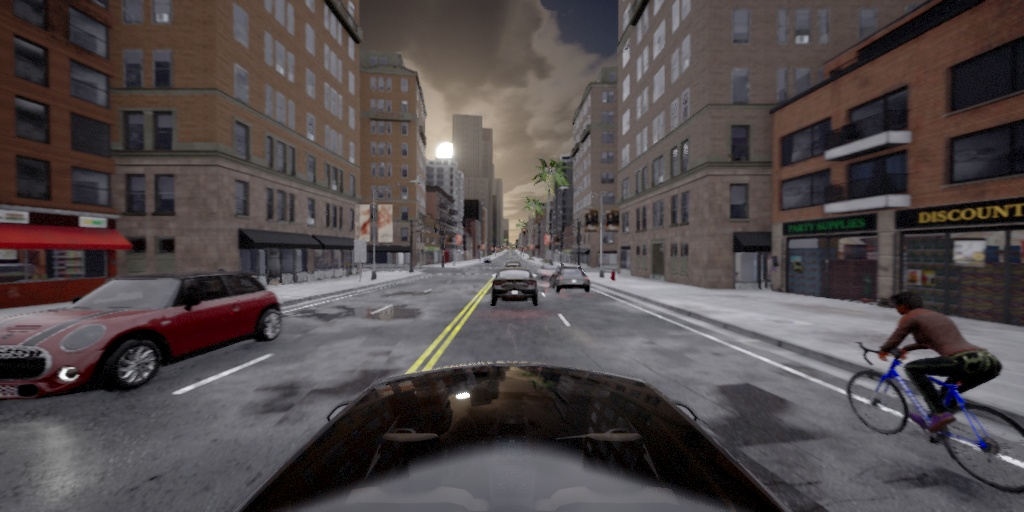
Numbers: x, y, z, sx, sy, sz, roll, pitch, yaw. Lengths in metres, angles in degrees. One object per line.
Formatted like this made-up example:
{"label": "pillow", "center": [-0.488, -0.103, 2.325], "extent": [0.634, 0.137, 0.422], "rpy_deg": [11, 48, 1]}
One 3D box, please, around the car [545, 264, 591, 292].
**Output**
{"label": "car", "center": [3.338, 1.323, 21.337], "extent": [1.994, 1.385, 4.181], "rpy_deg": [0, 0, 0]}

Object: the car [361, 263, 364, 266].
{"label": "car", "center": [-23.888, 0.868, 51.432], "extent": [5.009, 1.841, 2.192], "rpy_deg": [0, 0, -9]}

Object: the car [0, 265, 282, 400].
{"label": "car", "center": [-6.599, 1.100, 6.743], "extent": [2.097, 1.767, 4.553], "rpy_deg": [0, 0, 0]}

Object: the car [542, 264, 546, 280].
{"label": "car", "center": [3.254, 1.367, 31.341], "extent": [1.895, 1.301, 4.718], "rpy_deg": [0, 0, 0]}

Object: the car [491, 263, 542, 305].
{"label": "car", "center": [0.101, 1.232, 16.058], "extent": [1.882, 1.535, 5.008], "rpy_deg": [0, 0, 0]}

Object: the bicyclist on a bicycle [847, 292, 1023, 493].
{"label": "bicyclist on a bicycle", "center": [4.145, 1.203, 3.607], "extent": [0.582, 1.620, 1.656], "rpy_deg": [0, 0, 0]}
